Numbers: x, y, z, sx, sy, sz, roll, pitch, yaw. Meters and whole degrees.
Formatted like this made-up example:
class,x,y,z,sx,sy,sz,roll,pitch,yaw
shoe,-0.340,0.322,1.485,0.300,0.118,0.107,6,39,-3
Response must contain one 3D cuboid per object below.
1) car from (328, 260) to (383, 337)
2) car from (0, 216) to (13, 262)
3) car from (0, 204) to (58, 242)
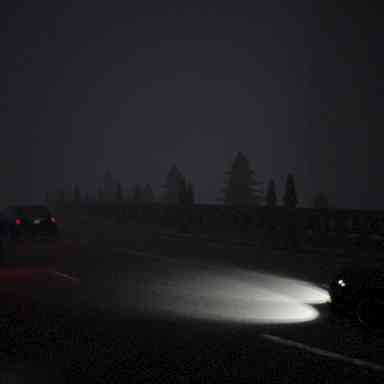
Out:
class,x,y,z,sx,sy,sz,roll,pitch,yaw
car,4.446,1.587,5.270,4.181,1.385,1.994,0,0,36
car,-7.773,1.564,10.982,4.674,1.442,1.812,0,0,44
car,-8.617,1.407,16.928,2.097,1.767,4.553,0,0,-43
